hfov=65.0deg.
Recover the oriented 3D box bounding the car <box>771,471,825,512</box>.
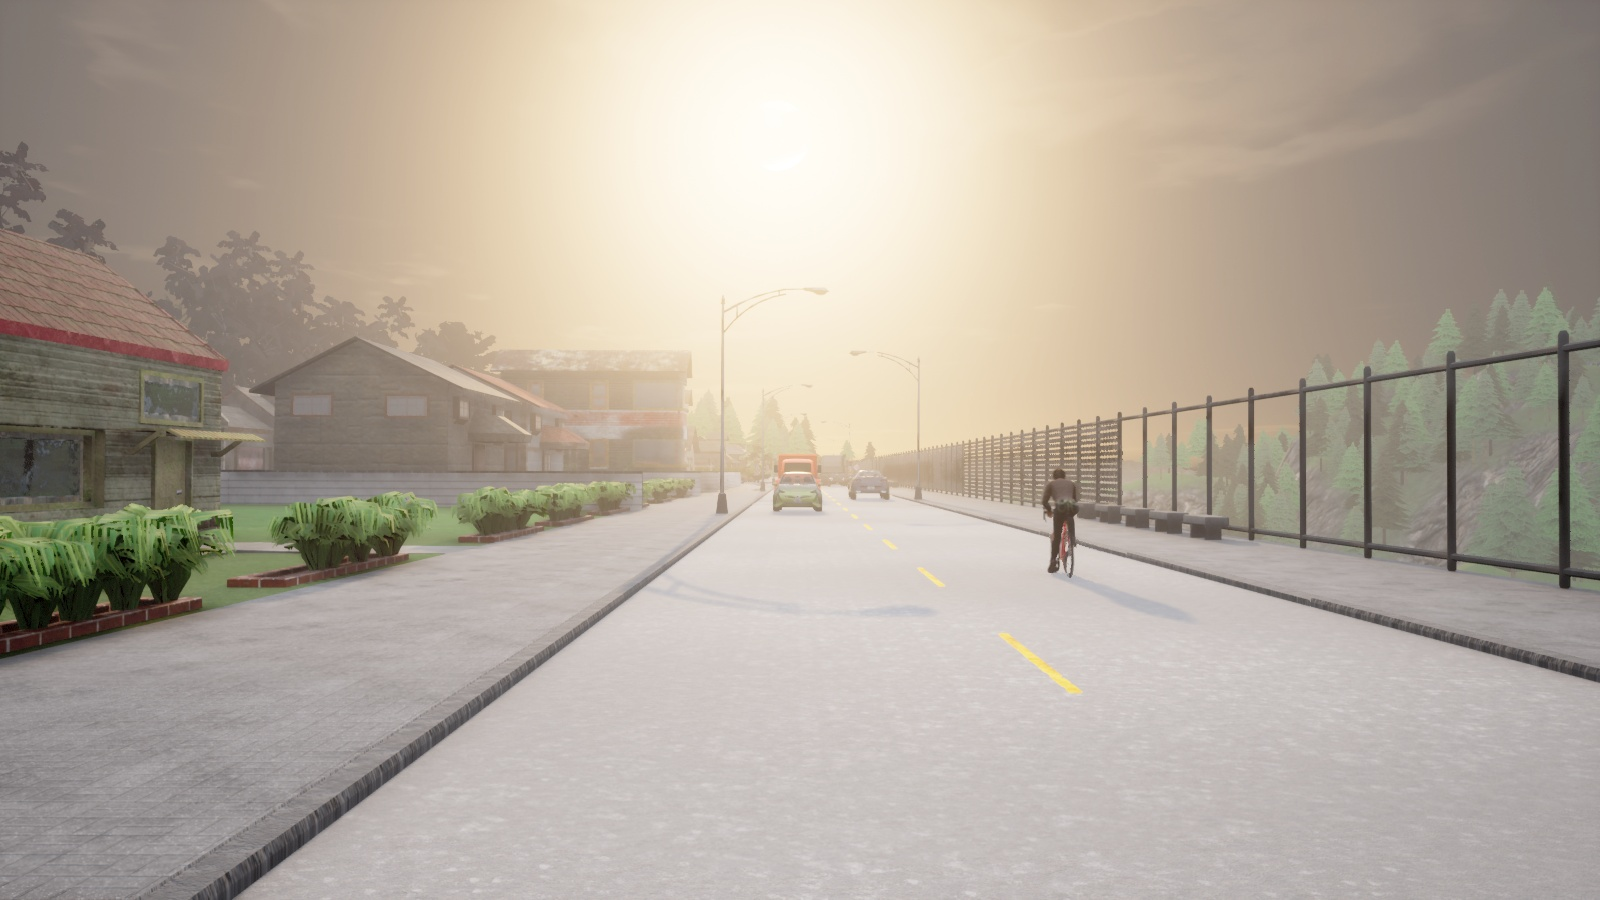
[{"bbox_3d":[-0.081,1.586,49.202,2.007,1.525,4.514,0,-1,0],"label":"car"}]

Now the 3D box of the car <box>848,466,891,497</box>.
[{"bbox_3d":[3.877,1.768,71.073,2.152,1.651,5.027,0,-1,0],"label":"car"}]

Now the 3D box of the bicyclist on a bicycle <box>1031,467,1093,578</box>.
[{"bbox_3d":[3.974,1.072,19.149,0.582,1.620,1.656,0,-1,0],"label":"bicyclist on a bicycle"}]

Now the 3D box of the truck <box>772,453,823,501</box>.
[{"bbox_3d":[-0.117,1.455,67.271,2.627,2.467,5.204,0,-1,0],"label":"truck"}]
